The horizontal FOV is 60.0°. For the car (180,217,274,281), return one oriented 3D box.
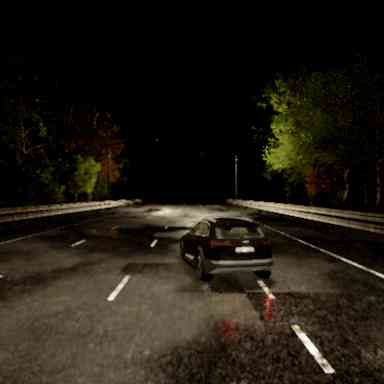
[{"bbox_3d":[0.858,1.585,10.273,2.033,1.649,4.856,0,-3,-11],"label":"car"}]
